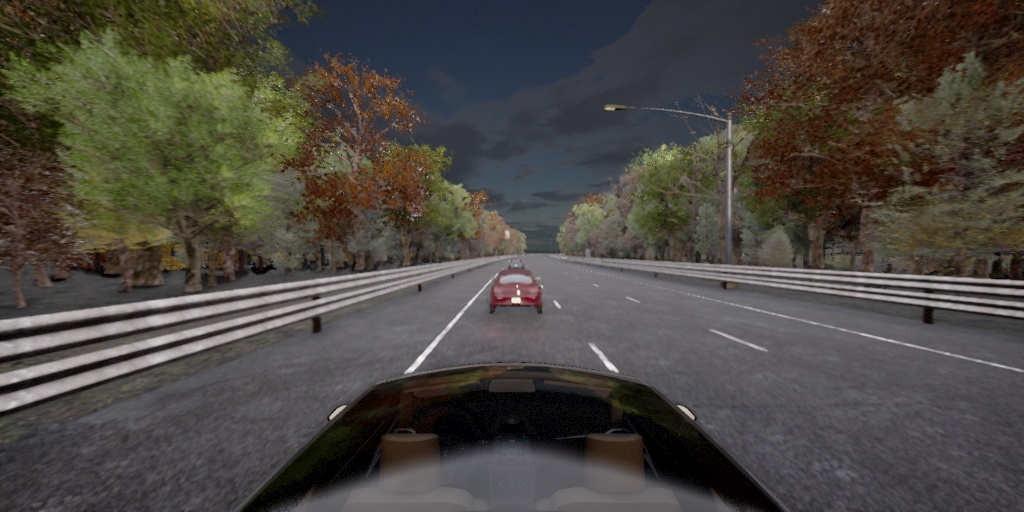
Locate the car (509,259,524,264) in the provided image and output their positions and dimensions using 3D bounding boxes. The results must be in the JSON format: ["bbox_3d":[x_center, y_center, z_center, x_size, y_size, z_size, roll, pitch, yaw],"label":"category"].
[{"bbox_3d":[0.523,1.065,43.741,1.994,1.385,4.181,0,0,1],"label":"car"}]

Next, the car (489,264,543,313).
[{"bbox_3d":[0.141,1.207,13.526,1.812,1.442,4.674,0,0,0],"label":"car"}]
